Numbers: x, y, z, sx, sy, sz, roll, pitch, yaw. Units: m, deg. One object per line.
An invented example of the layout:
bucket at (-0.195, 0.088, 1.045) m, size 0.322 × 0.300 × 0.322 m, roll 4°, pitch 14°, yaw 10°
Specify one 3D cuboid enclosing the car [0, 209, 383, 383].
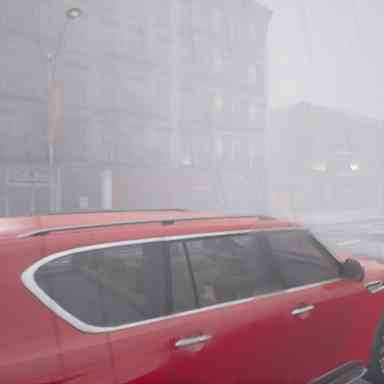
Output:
car at (0.257, 1.212, 3.621) m, size 5.566 × 2.045 × 2.150 m, roll 0°, pitch 0°, yaw -36°
